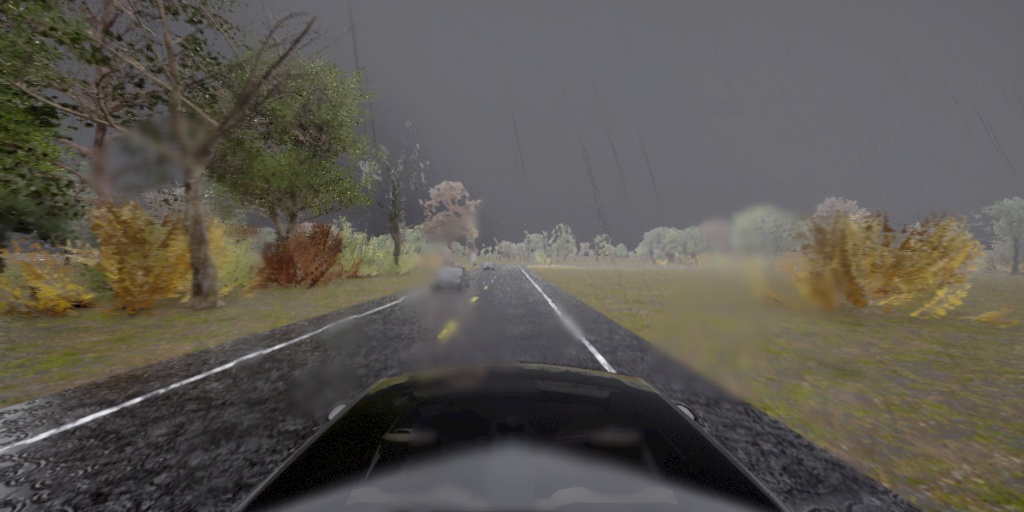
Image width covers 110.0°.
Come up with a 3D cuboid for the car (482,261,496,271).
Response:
[{"bbox_3d":[-3.538,1.586,55.446,1.837,1.490,4.892,0,0,1],"label":"car"}]

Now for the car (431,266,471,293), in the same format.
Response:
[{"bbox_3d":[-3.596,1.385,21.783,1.837,1.490,4.892,0,0,0],"label":"car"}]
